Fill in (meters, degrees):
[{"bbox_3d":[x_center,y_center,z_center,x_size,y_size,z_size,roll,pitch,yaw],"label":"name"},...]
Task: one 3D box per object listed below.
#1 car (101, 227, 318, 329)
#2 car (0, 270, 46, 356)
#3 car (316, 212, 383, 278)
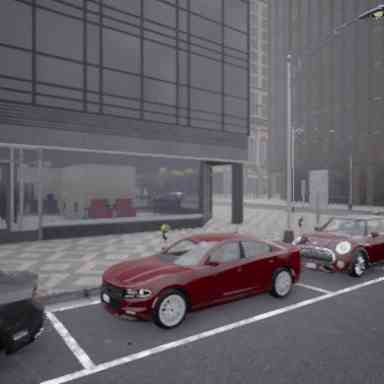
[{"bbox_3d":[0.387,1.547,6.926,4.507,1.381,1.887,0,0,-36],"label":"car"},{"bbox_3d":[-4.054,1.554,3.755,4.403,1.369,2.008,0,0,-36],"label":"car"},{"bbox_3d":[4.828,1.441,10.097,4.097,1.590,1.967,0,0,-36],"label":"car"}]
